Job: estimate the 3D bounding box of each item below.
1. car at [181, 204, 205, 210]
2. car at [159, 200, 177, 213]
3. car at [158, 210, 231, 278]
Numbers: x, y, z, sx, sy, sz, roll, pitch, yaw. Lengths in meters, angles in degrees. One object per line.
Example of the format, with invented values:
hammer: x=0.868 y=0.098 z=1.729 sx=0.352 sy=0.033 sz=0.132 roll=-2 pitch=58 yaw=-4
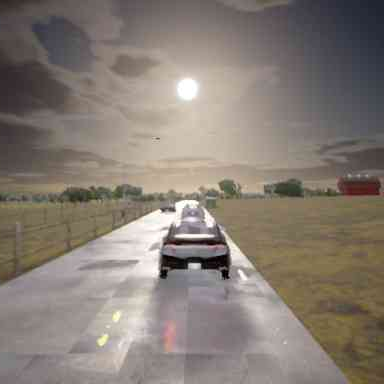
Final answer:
car: x=0.084 y=1.645 z=26.988 sx=2.033 sy=1.411 sz=5.357 roll=0 pitch=0 yaw=0
car: x=-2.843 y=1.741 z=40.555 sx=2.033 sy=1.411 sz=5.357 roll=0 pitch=0 yaw=0
car: x=0.073 y=1.522 z=10.194 sx=2.128 sy=1.511 sz=4.902 roll=0 pitch=0 yaw=0
